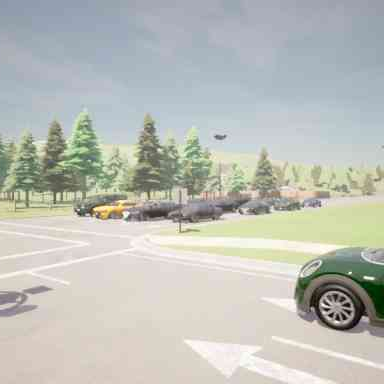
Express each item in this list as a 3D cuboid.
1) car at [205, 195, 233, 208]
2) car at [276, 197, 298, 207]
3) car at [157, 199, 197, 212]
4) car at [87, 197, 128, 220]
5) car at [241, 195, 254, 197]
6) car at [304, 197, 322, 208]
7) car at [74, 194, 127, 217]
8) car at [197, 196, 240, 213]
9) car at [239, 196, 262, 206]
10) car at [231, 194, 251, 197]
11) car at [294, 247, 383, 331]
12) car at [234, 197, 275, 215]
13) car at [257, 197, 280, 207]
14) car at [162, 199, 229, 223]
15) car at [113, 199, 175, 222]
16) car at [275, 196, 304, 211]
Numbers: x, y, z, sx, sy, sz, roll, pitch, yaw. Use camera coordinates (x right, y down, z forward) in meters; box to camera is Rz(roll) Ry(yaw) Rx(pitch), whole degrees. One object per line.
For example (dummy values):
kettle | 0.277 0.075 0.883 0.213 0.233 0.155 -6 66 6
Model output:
car | 3.965 1.362 48.231 2.097 1.767 4.553 0 0 36
car | 14.568 1.533 50.815 1.812 1.442 4.674 0 0 37
car | -1.714 1.558 40.500 2.033 1.411 5.357 0 0 36
car | -6.138 1.487 28.555 1.882 1.535 5.008 0 0 36
car | 8.672 1.499 42.821 2.128 1.511 4.902 0 0 36
car | 17.742 1.532 49.219 1.812 1.442 4.674 0 0 37
car | -8.345 1.234 31.463 2.150 2.045 5.566 0 0 36
car | 2.919 1.485 34.984 1.882 1.535 5.008 0 0 36
car | 10.006 1.488 56.410 1.882 1.535 5.008 0 0 37
car | 6.444 1.231 45.700 2.150 2.045 5.566 0 0 36
car | 4.068 1.352 5.388 4.553 1.767 2.097 0 0 35
car | 6.432 1.532 33.837 1.812 1.442 4.674 0 0 36
car | 12.418 1.573 53.788 1.994 1.385 4.181 0 0 37
car | 0.416 1.554 25.650 2.033 1.411 5.357 0 0 36
car | -3.416 1.500 26.349 2.128 1.511 4.902 0 0 36
car | 11.829 1.358 41.202 2.097 1.767 4.553 0 0 36
